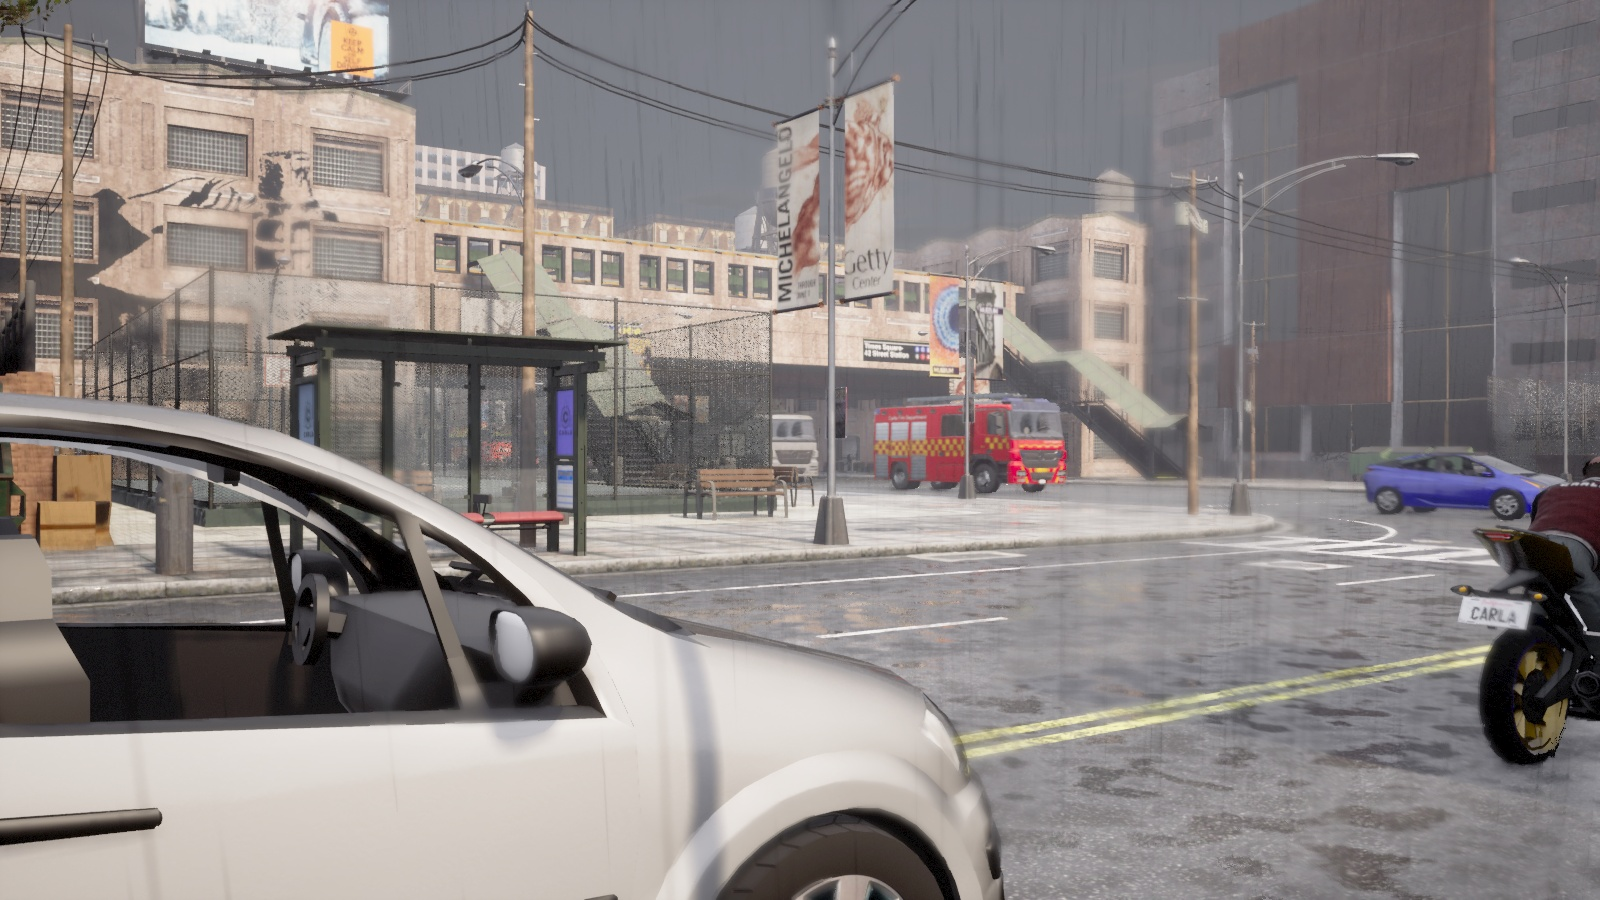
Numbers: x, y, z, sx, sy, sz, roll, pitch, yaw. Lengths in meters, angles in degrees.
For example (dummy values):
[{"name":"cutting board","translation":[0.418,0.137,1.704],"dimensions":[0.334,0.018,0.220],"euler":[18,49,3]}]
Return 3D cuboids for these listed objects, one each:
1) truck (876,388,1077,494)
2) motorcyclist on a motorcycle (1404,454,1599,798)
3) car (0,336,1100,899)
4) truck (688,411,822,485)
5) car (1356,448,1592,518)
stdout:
[{"name":"truck","translation":[6.739,-0.313,49.520],"dimensions":[2.891,3.827,8.468],"euler":[0,0,-34]},{"name":"motorcyclist on a motorcycle","translation":[4.185,0.787,6.582],"dimensions":[2.191,1.530,0.866],"euler":[0,0,-35]},{"name":"car","translation":[-1.441,0.653,2.657],"dimensions":[3.988,1.617,1.851],"euler":[0,0,-35]},{"name":"truck","translation":[-2.377,-0.078,62.845],"dimensions":[2.891,3.462,7.936],"euler":[0,0,-34]},{"name":"car","translation":[15.929,0.731,29.901],"dimensions":[2.007,1.525,4.514],"euler":[0,0,-34]}]
